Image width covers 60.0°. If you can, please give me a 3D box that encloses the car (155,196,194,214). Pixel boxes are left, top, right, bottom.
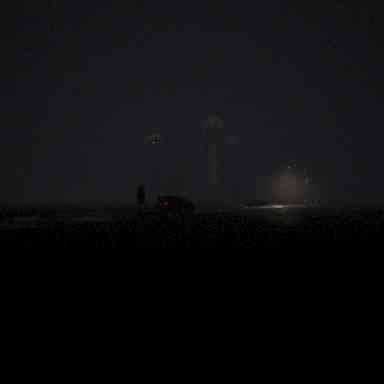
[{"bbox_3d":[-1.978,1.440,39.519,2.150,2.045,5.566,1,0,36],"label":"car"}]

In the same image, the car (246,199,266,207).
[{"bbox_3d":[11.213,1.944,57.943,1.895,1.301,4.718,1,0,36],"label":"car"}]
